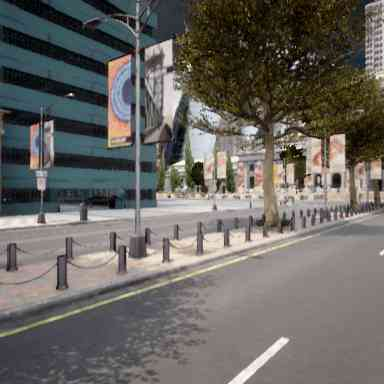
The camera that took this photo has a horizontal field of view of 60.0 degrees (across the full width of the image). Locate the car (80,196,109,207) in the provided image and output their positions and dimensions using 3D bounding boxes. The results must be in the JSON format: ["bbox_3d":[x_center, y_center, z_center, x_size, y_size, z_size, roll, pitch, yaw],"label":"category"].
[{"bbox_3d":[-13.137,1.282,46.050,2.002,1.452,4.674,0,0,38],"label":"car"}]

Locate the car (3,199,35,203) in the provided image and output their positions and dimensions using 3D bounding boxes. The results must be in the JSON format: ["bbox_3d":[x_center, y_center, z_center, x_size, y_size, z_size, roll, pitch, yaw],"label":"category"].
[{"bbox_3d":[-17.369,1.374,33.891,2.161,1.482,4.786,0,0,38],"label":"car"}]
